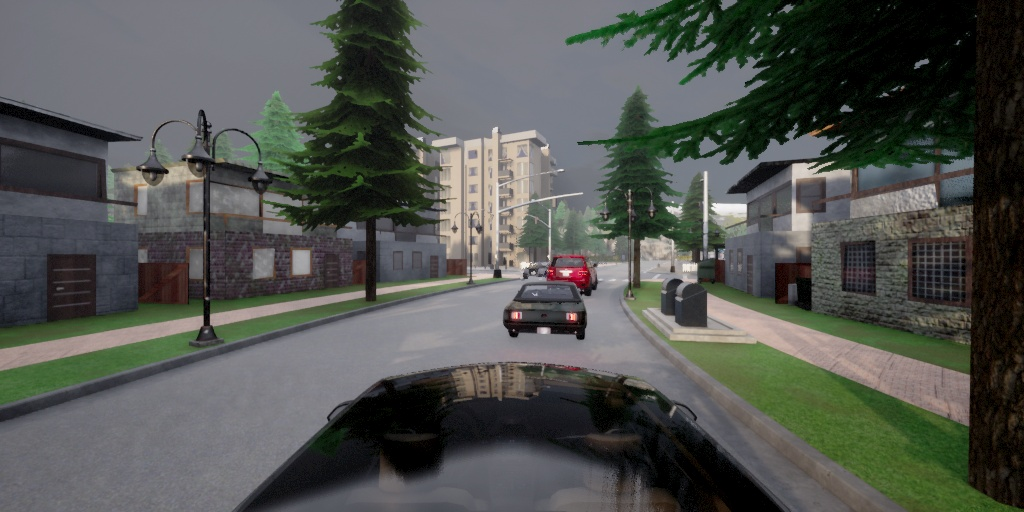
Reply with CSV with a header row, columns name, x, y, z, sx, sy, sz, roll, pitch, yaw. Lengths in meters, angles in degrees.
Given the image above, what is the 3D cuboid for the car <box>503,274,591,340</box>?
name,x,y,z,sx,sy,sz,roll,pitch,yaw
car,1.071,1.351,10.057,1.895,1.301,4.718,0,0,9

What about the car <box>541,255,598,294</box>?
name,x,y,z,sx,sy,sz,roll,pitch,yaw
car,3.366,0.971,19.553,2.150,2.045,5.566,0,0,18

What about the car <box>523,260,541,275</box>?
name,x,y,z,sx,sy,sz,roll,pitch,yaw
car,2.321,1.020,27.165,1.994,1.385,4.181,0,0,24
